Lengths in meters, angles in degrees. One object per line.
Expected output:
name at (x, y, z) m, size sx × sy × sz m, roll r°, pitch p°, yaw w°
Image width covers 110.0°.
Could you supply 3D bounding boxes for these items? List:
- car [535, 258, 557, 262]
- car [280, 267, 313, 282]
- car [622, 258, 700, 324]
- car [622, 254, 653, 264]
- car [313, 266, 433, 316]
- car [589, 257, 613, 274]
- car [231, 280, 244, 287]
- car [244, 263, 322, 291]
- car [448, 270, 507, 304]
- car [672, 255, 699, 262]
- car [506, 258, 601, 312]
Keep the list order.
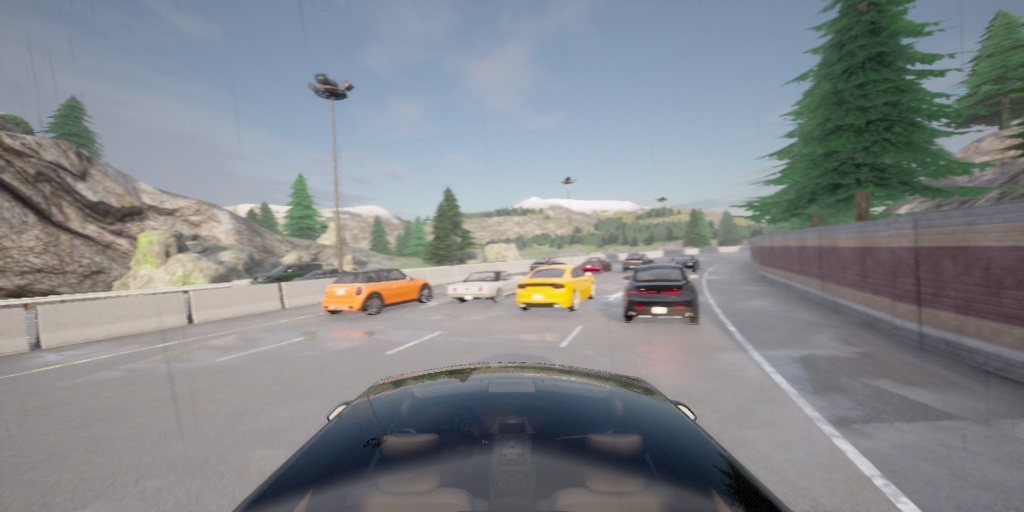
car at (3.251, 0.901, 31.292) m, size 2.128 × 1.511 × 4.902 m, roll -3°, pitch 0°, yaw 30°
car at (-14.758, 1.795, 27.908) m, size 1.837 × 1.490 × 4.892 m, roll -3°, pitch 0°, yaw 27°
car at (4.431, 0.986, 10.738) m, size 1.837 × 1.490 × 4.892 m, roll -3°, pitch 0°, yaw 23°
car at (10.554, 0.561, 29.842) m, size 2.128 × 1.511 × 4.902 m, roll -3°, pitch 0°, yaw 32°
car at (-5.267, 1.271, 14.726) m, size 2.097 × 1.767 × 4.553 m, roll -3°, pitch 0°, yaw 23°
car at (7.372, 0.776, 31.319) m, size 1.994 × 1.385 × 4.181 m, roll -3°, pitch 0°, yaw 32°
car at (-21.109, 2.176, 30.856) m, size 1.895 × 1.301 × 4.718 m, roll -3°, pitch 0°, yaw 27°
car at (-18.006, 1.662, 29.287) m, size 2.150 × 2.045 × 5.566 m, roll -3°, pitch 0°, yaw 27°
car at (-0.799, 1.298, 16.196) m, size 1.895 × 1.301 × 4.718 m, roll -3°, pitch 0°, yaw 25°
car at (13.382, 0.548, 27.826) m, size 1.895 × 1.301 × 4.718 m, roll -3°, pitch 0°, yaw 32°
car at (1.802, 1.067, 13.442) m, size 1.882 × 1.535 × 5.008 m, roll -3°, pitch 0°, yaw 24°
